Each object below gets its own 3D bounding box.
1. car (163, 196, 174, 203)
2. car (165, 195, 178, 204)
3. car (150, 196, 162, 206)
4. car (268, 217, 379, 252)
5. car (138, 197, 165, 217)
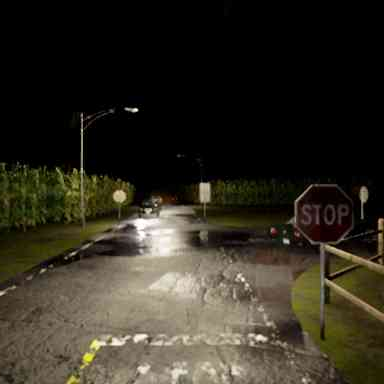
[{"bbox_3d":[-5.052,1.553,71.106,1.994,1.385,4.181,0,0,-8],"label":"car"},{"bbox_3d":[-3.697,1.343,61.121,2.097,1.767,4.553,0,0,-7],"label":"car"},{"bbox_3d":[-5.831,1.465,54.185,1.882,1.535,5.008,0,0,-6],"label":"car"},{"bbox_3d":[5.408,1.488,13.361,4.718,1.301,1.895,-1,0,-30],"label":"car"},{"bbox_3d":[-3.902,1.475,30.855,2.128,1.511,4.902,0,0,-3],"label":"car"}]
